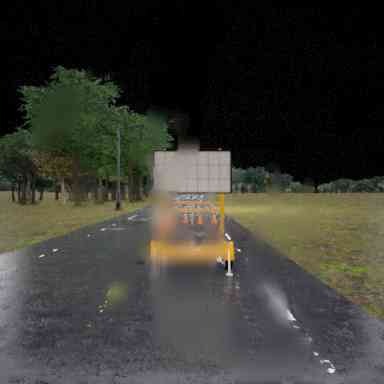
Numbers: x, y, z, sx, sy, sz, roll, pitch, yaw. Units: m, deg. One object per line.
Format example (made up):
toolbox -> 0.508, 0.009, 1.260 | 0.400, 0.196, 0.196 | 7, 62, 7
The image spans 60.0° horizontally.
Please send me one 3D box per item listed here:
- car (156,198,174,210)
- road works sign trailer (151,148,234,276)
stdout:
car -> -3.313, 1.441, 41.139 | 1.994, 1.385, 4.181 | 0, 0, 1
road works sign trailer -> 0.011, 0.445, 10.301 | 2.380, 3.560, 2.880 | 0, 0, 0
